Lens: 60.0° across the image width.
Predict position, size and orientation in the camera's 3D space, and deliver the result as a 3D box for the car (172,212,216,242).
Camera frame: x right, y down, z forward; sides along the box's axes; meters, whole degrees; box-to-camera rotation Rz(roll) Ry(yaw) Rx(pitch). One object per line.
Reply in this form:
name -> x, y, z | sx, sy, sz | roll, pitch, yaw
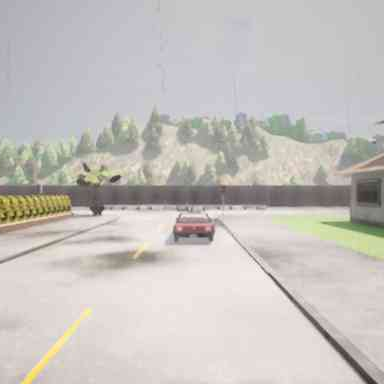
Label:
car -> 0.082, 1.619, 16.498 | 1.895, 1.301, 4.718 | 0, 0, 0
